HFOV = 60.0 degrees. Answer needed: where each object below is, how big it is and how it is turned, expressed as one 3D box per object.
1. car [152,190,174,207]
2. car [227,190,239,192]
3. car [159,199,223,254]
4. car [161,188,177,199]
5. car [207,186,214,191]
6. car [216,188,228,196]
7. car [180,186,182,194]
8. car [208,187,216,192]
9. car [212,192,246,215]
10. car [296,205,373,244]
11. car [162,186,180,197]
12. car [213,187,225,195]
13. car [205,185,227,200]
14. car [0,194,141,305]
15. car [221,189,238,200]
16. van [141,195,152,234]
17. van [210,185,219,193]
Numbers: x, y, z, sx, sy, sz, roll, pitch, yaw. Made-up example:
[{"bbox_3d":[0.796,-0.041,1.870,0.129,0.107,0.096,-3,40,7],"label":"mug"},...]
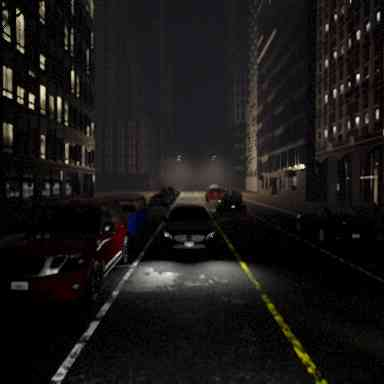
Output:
[{"bbox_3d":[-2.925,0.783,30.532,1.802,1.307,4.206,1,1,0],"label":"car"},{"bbox_3d":[5.371,0.439,42.119,1.752,1.417,4.829,1,2,0],"label":"car"},{"bbox_3d":[-0.103,1.212,12.158,1.812,1.442,4.674,0,2,-1],"label":"car"},{"bbox_3d":[-2.967,0.596,36.214,1.887,1.381,4.507,1,2,0],"label":"car"},{"bbox_3d":[5.006,-0.925,91.480,1.752,1.417,4.829,1,2,0],"label":"car"},{"bbox_3d":[5.245,0.037,59.000,1.802,1.307,4.206,1,2,0],"label":"car"},{"bbox_3d":[-3.092,0.033,53.262,1.967,1.590,4.097,1,2,0],"label":"car"},{"bbox_3d":[5.045,-0.713,86.001,1.802,1.307,4.206,1,2,0],"label":"car"},{"bbox_3d":[2.849,0.927,24.904,1.994,1.385,4.181,0,2,0],"label":"car"},{"bbox_3d":[5.582,1.215,13.535,2.008,1.369,4.403,1,1,0],"label":"car"},{"bbox_3d":[-3.006,0.215,41.891,2.192,1.841,5.009,1,2,0],"label":"car"},{"bbox_3d":[5.203,-0.157,64.682,1.887,1.381,4.507,1,2,0],"label":"car"},{"bbox_3d":[2.746,0.288,41.013,2.097,1.767,4.553,0,1,0],"label":"car"},{"bbox_3d":[-2.754,1.107,7.790,2.192,1.841,5.009,0,1,0],"label":"car"},{"bbox_3d":[5.329,0.331,47.634,1.947,1.339,4.313,1,2,0],"label":"car"},{"bbox_3d":[-2.796,0.987,13.474,1.690,1.788,3.998,1,1,0],"label":"van"},{"bbox_3d":[5.127,-0.657,75.369,1.690,1.788,3.998,1,2,0],"label":"van"}]
